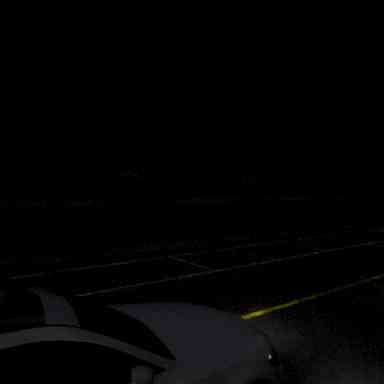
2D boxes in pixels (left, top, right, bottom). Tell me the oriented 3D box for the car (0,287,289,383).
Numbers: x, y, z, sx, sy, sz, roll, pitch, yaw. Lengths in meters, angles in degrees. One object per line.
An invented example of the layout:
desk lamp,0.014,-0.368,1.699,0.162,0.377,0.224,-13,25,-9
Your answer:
car,-1.285,1.525,2.517,4.674,1.442,1.812,0,0,-36
